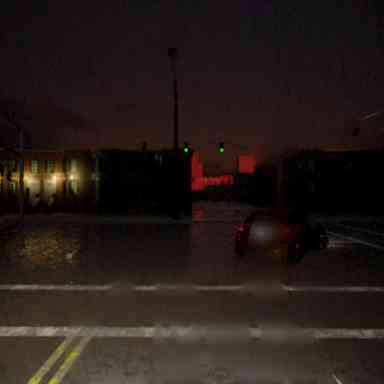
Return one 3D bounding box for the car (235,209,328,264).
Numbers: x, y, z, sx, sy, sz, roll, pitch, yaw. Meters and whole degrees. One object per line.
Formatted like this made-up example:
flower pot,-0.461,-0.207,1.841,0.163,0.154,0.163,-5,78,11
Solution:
car,3.475,1.396,12.483,2.097,1.767,4.553,0,0,35
